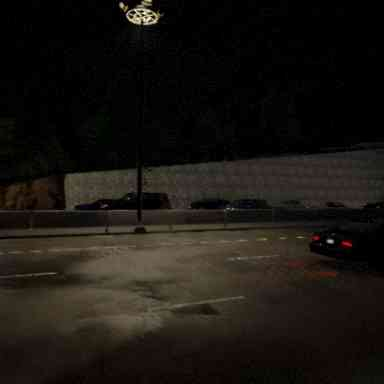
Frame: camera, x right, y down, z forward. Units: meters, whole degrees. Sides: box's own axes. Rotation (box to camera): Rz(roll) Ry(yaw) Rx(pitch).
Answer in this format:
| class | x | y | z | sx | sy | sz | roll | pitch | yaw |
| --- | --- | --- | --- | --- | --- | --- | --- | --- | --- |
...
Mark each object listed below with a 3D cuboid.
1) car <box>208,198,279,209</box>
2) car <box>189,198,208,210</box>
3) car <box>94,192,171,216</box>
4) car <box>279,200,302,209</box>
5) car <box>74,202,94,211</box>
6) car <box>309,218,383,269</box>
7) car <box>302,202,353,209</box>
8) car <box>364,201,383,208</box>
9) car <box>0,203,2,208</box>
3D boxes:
| class | x | y | z | sx | sy | sz | roll | pitch | yaw |
| --- | --- | --- | --- | --- | --- | --- | --- | --- | --- |
| car | 3.949 | 1.317 | 25.632 | 4.553 | 1.767 | 2.097 | 1 | 0 | -24 |
| car | 2.032 | 1.385 | 36.263 | 4.902 | 1.511 | 2.128 | 1 | 0 | -24 |
| car | -4.351 | 1.049 | 25.809 | 5.566 | 2.045 | 2.150 | 1 | 0 | -24 |
| car | 10.483 | 1.560 | 36.151 | 4.674 | 1.442 | 1.812 | 1 | 0 | -24 |
| car | -7.532 | 1.292 | 28.235 | 4.674 | 1.442 | 1.812 | 1 | 0 | -24 |
| car | 6.543 | 1.608 | 11.268 | 5.357 | 1.411 | 2.033 | 1 | 0 | -24 |
| car | 13.937 | 1.700 | 33.848 | 4.718 | 1.301 | 1.895 | 1 | 0 | -24 |
| car | 26.648 | 1.861 | 47.012 | 4.718 | 1.301 | 1.895 | 1 | 0 | -23 |
| car | -19.709 | 1.162 | 29.487 | 4.718 | 1.301 | 1.895 | 1 | 0 | -6 |
